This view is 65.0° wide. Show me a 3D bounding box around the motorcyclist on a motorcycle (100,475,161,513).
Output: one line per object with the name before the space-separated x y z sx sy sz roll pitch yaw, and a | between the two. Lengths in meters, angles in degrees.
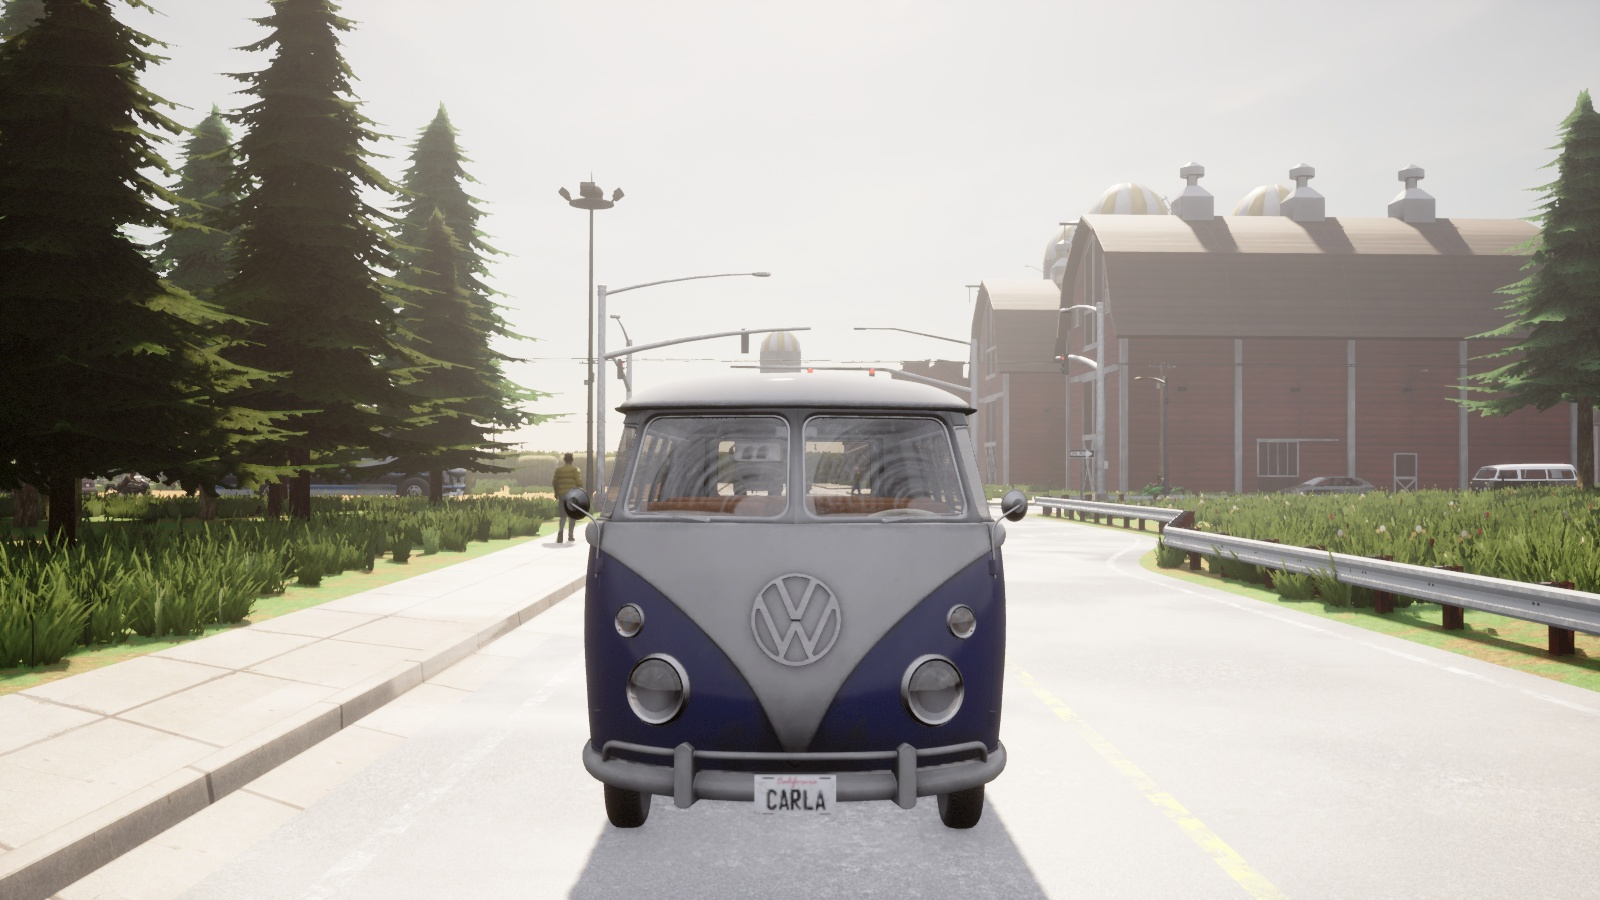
motorcyclist on a motorcycle | -27.342 1.792 51.301 2.044 1.523 0.797 0 -1 -1

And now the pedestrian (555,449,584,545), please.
pedestrian | -4.495 0.905 24.478 0.431 1.840 0.709 0 -1 1

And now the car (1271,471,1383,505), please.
car | 23.452 1.699 55.983 4.193 1.474 1.816 0 -1 -1

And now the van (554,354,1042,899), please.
van | -0.024 0.681 6.802 1.775 1.987 4.442 0 -1 0

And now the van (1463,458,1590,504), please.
van | 32.474 1.376 56.197 4.480 2.038 2.069 0 -1 -1

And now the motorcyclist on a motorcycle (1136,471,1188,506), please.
motorcyclist on a motorcycle | 16.080 1.694 55.812 2.044 1.523 0.797 0 -1 -1

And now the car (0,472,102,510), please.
car | -32.903 1.787 54.674 3.988 1.617 1.851 0 -1 -1

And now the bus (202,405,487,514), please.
bus | -18.437 0.402 51.531 10.273 4.253 3.944 0 -1 -1
